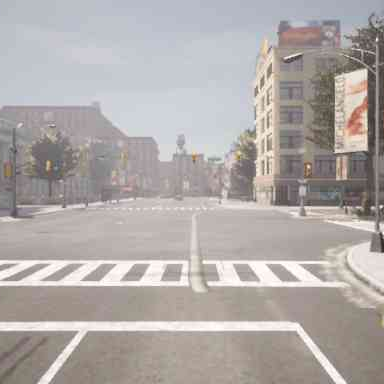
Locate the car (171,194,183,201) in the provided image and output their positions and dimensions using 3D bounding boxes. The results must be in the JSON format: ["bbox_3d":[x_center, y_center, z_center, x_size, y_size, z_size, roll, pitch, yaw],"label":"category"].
[{"bbox_3d":[-3.491,1.509,85.185,2.033,1.411,5.357,0,0,0],"label":"car"}]

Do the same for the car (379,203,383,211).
[{"bbox_3d":[22.920,1.479,36.082,4.902,1.511,2.128,0,0,0],"label":"car"}]
